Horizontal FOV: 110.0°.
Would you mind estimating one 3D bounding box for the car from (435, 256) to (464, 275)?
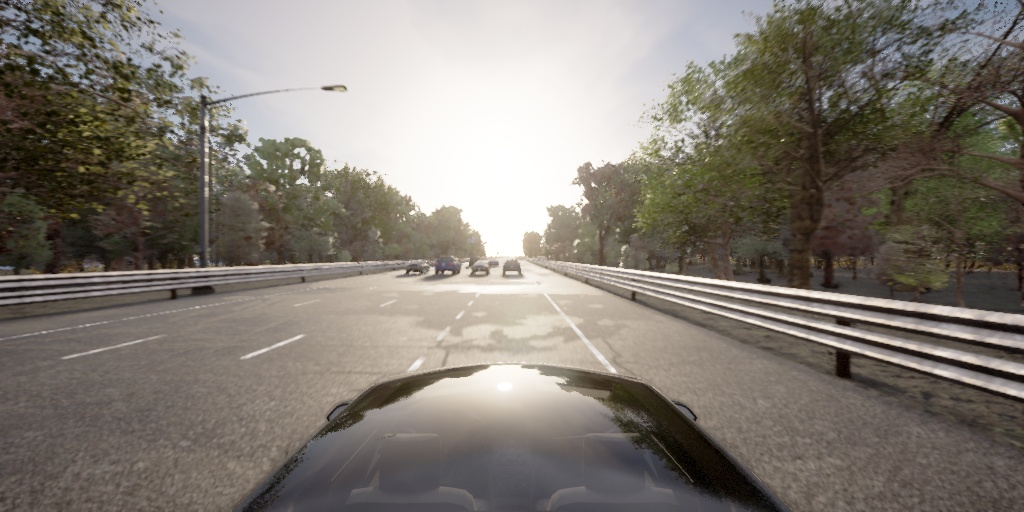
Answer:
[{"bbox_3d":[-7.021,0.990,39.554,2.150,2.045,5.566,0,0,0],"label":"car"}]

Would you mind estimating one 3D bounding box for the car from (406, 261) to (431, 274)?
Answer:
[{"bbox_3d":[-10.513,1.273,40.470,1.837,1.490,4.892,0,1,0],"label":"car"}]

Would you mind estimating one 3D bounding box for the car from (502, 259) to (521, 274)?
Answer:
[{"bbox_3d":[-0.012,1.118,40.728,2.097,1.767,4.553,0,0,0],"label":"car"}]

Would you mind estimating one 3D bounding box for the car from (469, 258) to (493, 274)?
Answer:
[{"bbox_3d":[-3.510,1.292,40.959,1.812,1.442,4.674,0,0,0],"label":"car"}]
